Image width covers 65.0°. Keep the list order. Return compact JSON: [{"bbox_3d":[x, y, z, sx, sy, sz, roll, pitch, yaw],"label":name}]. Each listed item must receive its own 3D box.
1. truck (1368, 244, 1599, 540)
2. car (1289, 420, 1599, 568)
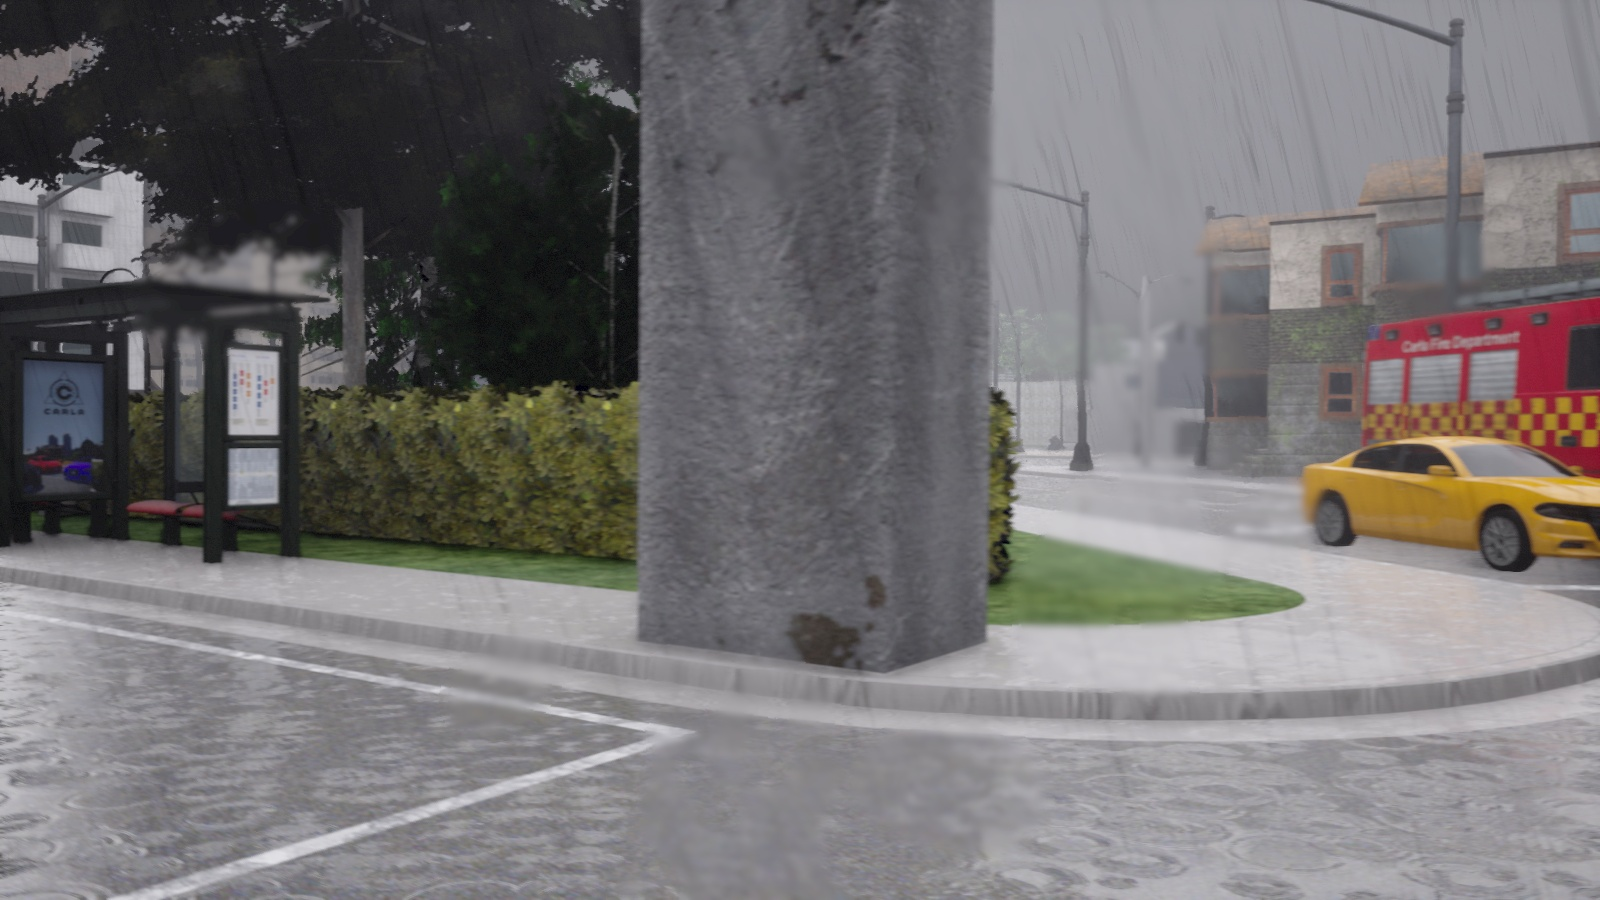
[{"bbox_3d":[11.710,-0.772,16.992,2.891,3.827,8.468,-1,1,-12],"label":"truck"},{"bbox_3d":[8.422,0.419,15.675,1.882,1.535,5.008,-1,1,-12],"label":"car"}]
